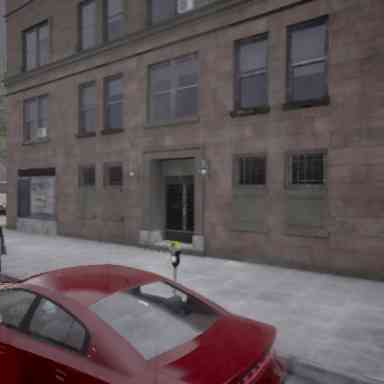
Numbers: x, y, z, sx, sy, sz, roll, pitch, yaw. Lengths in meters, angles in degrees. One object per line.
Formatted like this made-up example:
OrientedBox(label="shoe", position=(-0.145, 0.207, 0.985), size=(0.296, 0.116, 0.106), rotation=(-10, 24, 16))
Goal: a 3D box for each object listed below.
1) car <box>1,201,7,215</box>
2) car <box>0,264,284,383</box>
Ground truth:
OrientedBox(label="car", position=(-13.878, 1.188, 27.723), size=(1.994, 1.385, 4.181), rotation=(1, 1, 35))
OrientedBox(label="car", position=(-1.297, 1.509, 3.701), size=(4.507, 1.381, 1.887), rotation=(1, 1, 35))
